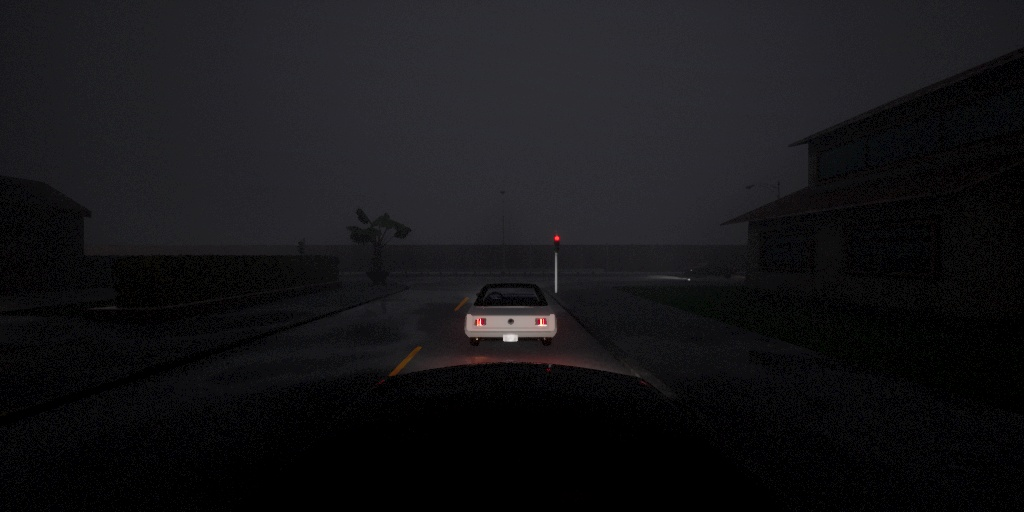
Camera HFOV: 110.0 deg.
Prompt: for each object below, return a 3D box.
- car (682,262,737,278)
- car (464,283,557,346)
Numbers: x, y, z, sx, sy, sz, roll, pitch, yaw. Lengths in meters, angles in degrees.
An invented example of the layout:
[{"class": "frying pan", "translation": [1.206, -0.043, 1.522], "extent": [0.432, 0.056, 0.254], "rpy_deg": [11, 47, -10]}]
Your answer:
[{"class": "car", "translation": [18.253, 1.276, 33.275], "extent": [4.674, 1.442, 1.812], "rpy_deg": [0, 0, -1]}, {"class": "car", "translation": [-0.025, 1.351, 9.387], "extent": [1.895, 1.301, 4.718], "rpy_deg": [0, 0, 0]}]
